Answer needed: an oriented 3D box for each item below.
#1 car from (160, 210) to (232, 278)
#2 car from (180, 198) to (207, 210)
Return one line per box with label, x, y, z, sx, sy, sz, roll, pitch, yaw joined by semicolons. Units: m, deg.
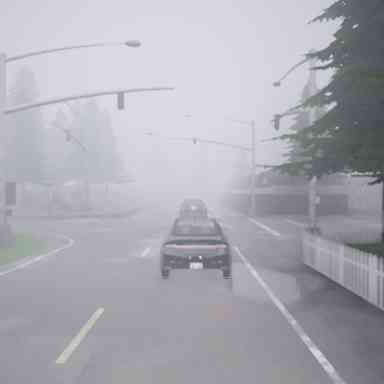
car;0.100;1.512;10.176;2.128;1.511;4.902;0;0;0
car;0.099;1.332;26.935;2.097;1.767;4.553;0;-2;0
